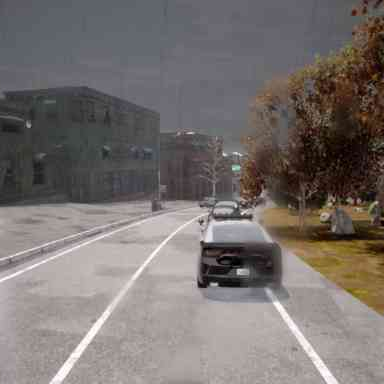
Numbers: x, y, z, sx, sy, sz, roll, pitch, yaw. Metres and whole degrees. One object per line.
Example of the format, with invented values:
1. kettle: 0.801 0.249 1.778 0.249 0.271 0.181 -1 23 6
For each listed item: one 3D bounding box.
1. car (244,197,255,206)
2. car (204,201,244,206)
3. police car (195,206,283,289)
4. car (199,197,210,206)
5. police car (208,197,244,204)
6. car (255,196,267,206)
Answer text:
1. car: 6.742 1.488 44.537 1.895 1.301 4.718 2 0 20
2. car: 1.839 1.478 18.997 1.812 1.442 4.674 1 0 6
3. police car: 1.128 1.405 9.294 1.930 1.638 5.238 0 0 2
4. car: 2.256 1.354 41.379 1.994 1.385 4.181 2 1 17
5. police car: 2.670 1.356 24.940 1.930 1.638 5.238 1 0 9
6. car: 11.241 1.452 55.796 1.837 1.490 4.892 3 1 26
